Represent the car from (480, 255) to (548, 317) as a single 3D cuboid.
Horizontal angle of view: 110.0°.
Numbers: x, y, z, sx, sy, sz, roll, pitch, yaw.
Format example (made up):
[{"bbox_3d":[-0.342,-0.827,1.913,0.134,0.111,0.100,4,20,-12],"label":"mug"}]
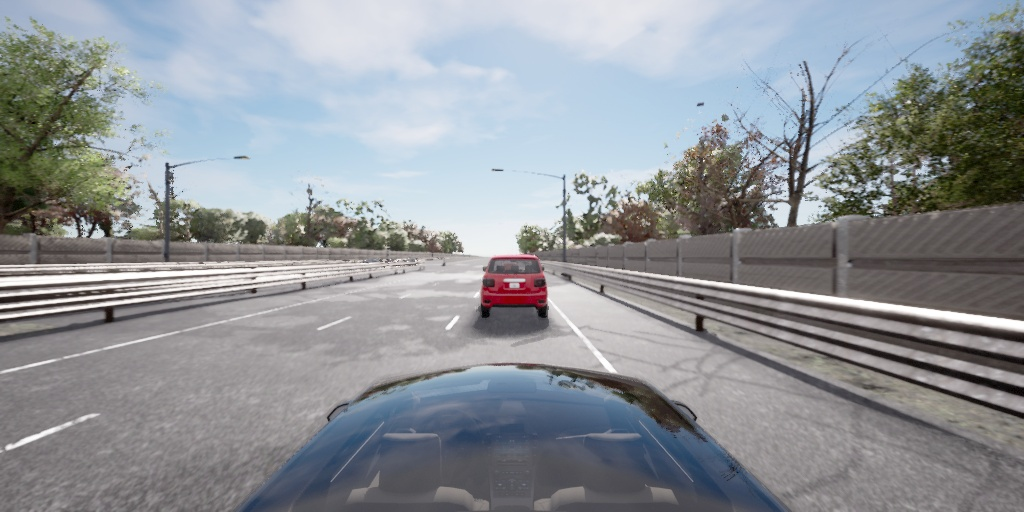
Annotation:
[{"bbox_3d":[0.059,0.969,13.345,2.150,2.045,5.566,0,0,0],"label":"car"}]
